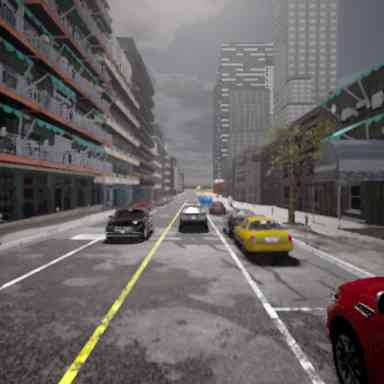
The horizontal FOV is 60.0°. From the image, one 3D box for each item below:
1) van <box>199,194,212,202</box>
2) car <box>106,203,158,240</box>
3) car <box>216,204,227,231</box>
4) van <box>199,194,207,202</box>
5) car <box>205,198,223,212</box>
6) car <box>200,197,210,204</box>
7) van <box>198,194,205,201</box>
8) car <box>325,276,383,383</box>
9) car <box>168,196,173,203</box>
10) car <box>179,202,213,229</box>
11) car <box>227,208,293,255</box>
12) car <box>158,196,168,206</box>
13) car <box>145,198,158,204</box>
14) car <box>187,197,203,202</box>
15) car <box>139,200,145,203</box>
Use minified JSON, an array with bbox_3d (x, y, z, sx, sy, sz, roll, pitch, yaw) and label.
[{"bbox_3d":[2.657,1.479,57.849,1.690,1.788,3.998,-1,0,0],"label":"van"},{"bbox_3d":[-3.104,1.551,17.320,1.837,1.490,4.892,0,0,0],"label":"car"},{"bbox_3d":[2.676,1.601,18.789,2.008,1.369,4.403,-1,0,0],"label":"car"},{"bbox_3d":[2.652,1.520,80.170,1.690,1.788,3.998,-1,0,0],"label":"van"},{"bbox_3d":[2.668,1.673,35.529,1.802,1.307,4.206,-1,0,0],"label":"car"},{"bbox_3d":[2.658,1.704,69.009,1.887,1.381,4.507,-1,0,0],"label":"car"},{"bbox_3d":[2.648,1.536,91.330,1.690,1.788,3.998,-1,0,0],"label":"van"},{"bbox_3d":[2.639,1.321,2.050,2.192,1.841,5.009,-1,0,0],"label":"car"},{"bbox_3d":[-5.722,1.710,68.965,2.008,1.369,4.403,-1,0,0],"label":"car"},{"bbox_3d":[0.093,1.607,22.248,2.033,1.411,5.357,0,0,0],"label":"car"},{"bbox_3d":[2.663,1.562,13.380,1.752,1.417,4.829,-1,0,0],"label":"car"},{"bbox_3d":[-5.718,1.719,57.802,1.802,1.307,4.206,-1,0,0],"label":"car"},{"bbox_3d":[-5.714,1.647,41.061,1.887,1.381,4.507,-1,0,0],"label":"car"},{"bbox_3d":[0.088,1.704,41.732,1.895,1.301,4.718,0,0,0],"label":"car"},{"bbox_3d":[-5.711,1.659,29.901,1.802,1.307,4.206,-1,0,0],"label":"car"}]
